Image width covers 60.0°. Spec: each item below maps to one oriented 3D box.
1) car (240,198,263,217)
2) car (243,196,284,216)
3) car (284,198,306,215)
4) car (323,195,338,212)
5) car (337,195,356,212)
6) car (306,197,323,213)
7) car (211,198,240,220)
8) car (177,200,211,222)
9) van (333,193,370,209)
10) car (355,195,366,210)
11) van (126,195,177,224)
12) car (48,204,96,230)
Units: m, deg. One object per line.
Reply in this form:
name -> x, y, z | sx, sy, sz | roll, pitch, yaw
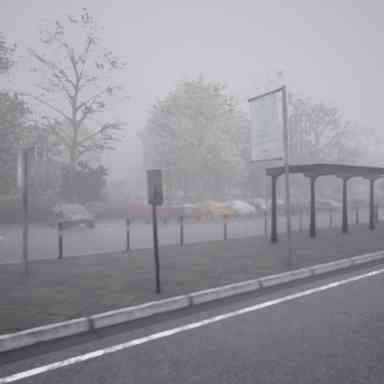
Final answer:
car -> 3.556, 1.461, 29.234 | 2.002, 1.452, 4.674 | 0, 0, -36
car -> 5.794, 1.287, 30.875 | 2.185, 1.767, 4.553 | 0, 0, -36
car -> 8.068, 1.404, 32.468 | 2.097, 1.535, 5.008 | 0, 0, -36
car -> 12.570, 1.418, 35.714 | 2.163, 1.488, 4.792 | 0, 0, -36
car -> 14.952, 1.379, 37.152 | 1.946, 1.575, 5.366 | 0, 0, -36
car -> 10.333, 1.398, 34.072 | 2.231, 1.521, 4.892 | 0, 0, -36
car -> 1.299, 1.429, 27.618 | 2.097, 1.535, 5.008 | 0, 0, -36
car -> -0.961, 1.479, 26.005 | 2.002, 1.452, 4.674 | 0, 0, -36
van -> 19.428, 1.142, 40.434 | 1.878, 1.987, 4.442 | 0, 0, -36
car -> 17.087, 1.404, 38.942 | 2.163, 1.488, 4.792 | 0, 0, -36
van -> -3.289, 1.222, 24.489 | 1.878, 1.987, 4.442 | 0, 0, -36
car -> -7.720, 1.496, 21.144 | 2.163, 1.488, 4.792 | 0, 0, -36
